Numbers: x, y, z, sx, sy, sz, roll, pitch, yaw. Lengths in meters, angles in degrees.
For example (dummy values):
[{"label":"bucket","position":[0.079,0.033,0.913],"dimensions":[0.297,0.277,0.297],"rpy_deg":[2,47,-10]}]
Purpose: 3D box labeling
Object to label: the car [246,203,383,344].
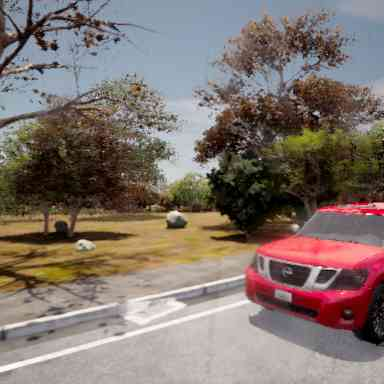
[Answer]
[{"label":"car","position":[3.581,1.279,6.922],"dimensions":[5.566,2.045,2.150],"rpy_deg":[0,0,-39]}]
